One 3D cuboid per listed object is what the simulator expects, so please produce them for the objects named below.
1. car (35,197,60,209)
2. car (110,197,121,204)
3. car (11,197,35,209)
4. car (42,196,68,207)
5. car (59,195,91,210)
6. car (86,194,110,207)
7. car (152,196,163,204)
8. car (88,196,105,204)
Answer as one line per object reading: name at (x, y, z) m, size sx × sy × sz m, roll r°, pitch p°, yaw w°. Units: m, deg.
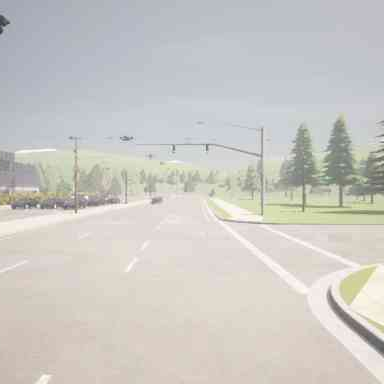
car at (-18.780, 1.510, 45.087) m, size 1.837 × 1.490 × 4.892 m, roll 0°, pitch 0°, yaw 2°
car at (-14.874, 1.570, 63.000) m, size 1.994 × 1.385 × 4.181 m, roll 0°, pitch 0°, yaw 1°
car at (-22.284, 1.509, 44.644) m, size 1.837 × 1.490 × 4.892 m, roll 0°, pitch 0°, yaw 2°
car at (-22.063, 1.497, 53.774) m, size 2.128 × 1.511 × 4.902 m, roll 0°, pitch 0°, yaw 1°
car at (-15.318, 1.530, 43.831) m, size 1.812 × 1.442 × 4.674 m, roll 0°, pitch 0°, yaw 2°
car at (-15.079, 1.483, 52.912) m, size 1.882 × 1.535 × 5.008 m, roll 0°, pitch 0°, yaw 1°
car at (-6.726, 1.554, 65.217) m, size 2.033 × 1.411 × 5.357 m, roll 0°, pitch 0°, yaw 1°
car at (-18.347, 1.571, 64.324) m, size 1.994 × 1.385 × 4.181 m, roll 0°, pitch 0°, yaw 1°
